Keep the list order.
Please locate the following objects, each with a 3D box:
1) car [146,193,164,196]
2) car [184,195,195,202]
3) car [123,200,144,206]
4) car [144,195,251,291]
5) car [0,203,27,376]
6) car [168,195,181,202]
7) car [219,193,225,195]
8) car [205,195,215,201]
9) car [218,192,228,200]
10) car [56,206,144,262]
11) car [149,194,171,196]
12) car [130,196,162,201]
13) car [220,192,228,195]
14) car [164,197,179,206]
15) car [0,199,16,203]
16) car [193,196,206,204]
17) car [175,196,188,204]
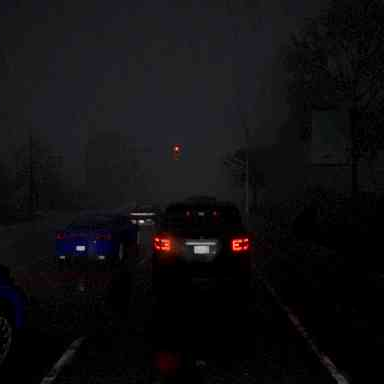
[{"bbox_3d":[-7.013,1.256,57.799,2.150,2.045,5.566,0,0,7],"label":"car"},{"bbox_3d":[-0.568,1.524,78.143,1.882,1.535,5.008,0,0,9],"label":"car"},{"bbox_3d":[-2.814,1.504,21.642,2.128,1.511,4.902,0,0,2],"label":"car"},{"bbox_3d":[0.250,1.227,9.215,2.150,2.045,5.566,0,0,1],"label":"car"},{"bbox_3d":[-3.363,1.223,2.166,2.150,2.045,5.566,0,0,0],"label":"car"},{"bbox_3d":[-4.083,1.571,78.325,2.128,1.511,4.902,0,0,9],"label":"car"},{"bbox_3d":[0.588,1.233,19.547,2.150,2.045,5.566,0,0,2],"label":"car"},{"bbox_3d":[4.848,1.577,88.851,1.812,1.442,4.674,0,0,11],"label":"car"},{"bbox_3d":[8.363,1.146,88.613,2.150,2.045,5.566,0,0,11],"label":"car"},{"bbox_3d":[-3.174,1.485,12.151,1.882,1.535,5.008,0,0,2],"label":"car"},{"bbox_3d":[-4.506,1.506,48.632,1.882,1.535,5.008,0,0,6],"label":"car"},{"bbox_3d":[-5.633,1.548,38.402,4.674,1.442,1.812,0,0,-15],"label":"car"},{"bbox_3d":[6.579,1.396,78.446,2.097,1.767,4.553,0,0,10],"label":"car"},{"bbox_3d":[-3.472,1.560,57.893,1.812,1.442,4.674,0,0,7],"label":"car"},{"bbox_3d":[-21.321,1.551,37.994,4.674,1.442,1.812,0,0,7],"label":"car"},{"bbox_3d":[1.586,1.588,68.227,2.033,1.411,5.357,0,0,8],"label":"car"},{"bbox_3d":[-2.126,1.604,67.883,1.994,1.385,4.181,0,0,9],"label":"car"}]
